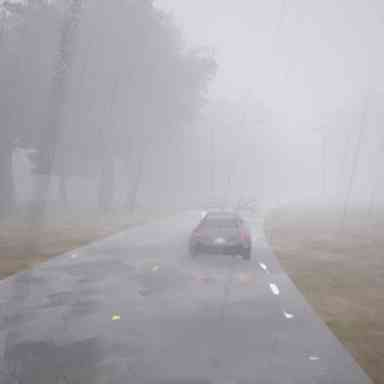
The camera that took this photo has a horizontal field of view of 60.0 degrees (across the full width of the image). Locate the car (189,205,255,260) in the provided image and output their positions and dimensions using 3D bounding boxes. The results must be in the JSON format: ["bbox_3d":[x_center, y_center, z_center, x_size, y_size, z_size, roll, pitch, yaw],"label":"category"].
[{"bbox_3d":[1.078,1.385,11.873,1.994,1.385,4.181,0,1,8],"label":"car"}]

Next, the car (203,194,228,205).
[{"bbox_3d":[2.498,0.937,32.093,1.837,1.490,4.892,0,1,19],"label":"car"}]

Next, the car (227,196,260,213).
[{"bbox_3d":[4.810,1.022,29.103,2.033,1.411,5.357,0,1,17],"label":"car"}]
